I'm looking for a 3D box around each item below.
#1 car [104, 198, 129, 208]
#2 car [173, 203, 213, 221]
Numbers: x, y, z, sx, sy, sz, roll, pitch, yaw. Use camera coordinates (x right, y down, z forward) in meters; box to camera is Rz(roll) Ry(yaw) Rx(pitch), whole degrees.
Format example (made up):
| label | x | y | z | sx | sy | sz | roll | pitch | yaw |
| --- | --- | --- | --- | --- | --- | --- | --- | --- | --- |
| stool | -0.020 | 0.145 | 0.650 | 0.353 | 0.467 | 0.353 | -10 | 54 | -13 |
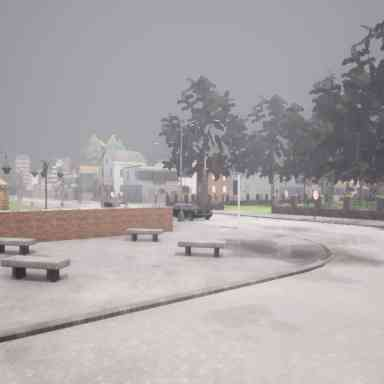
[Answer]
| label | x | y | z | sx | sy | sz | roll | pitch | yaw |
| --- | --- | --- | --- | --- | --- | --- | --- | --- | --- |
| car | -9.282 | 1.493 | 40.041 | 2.128 | 1.511 | 4.902 | 0 | 0 | -35 |
| car | -0.347 | 1.601 | 27.341 | 1.895 | 1.301 | 4.718 | 0 | 0 | -35 |
